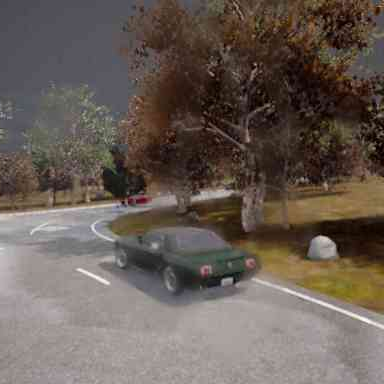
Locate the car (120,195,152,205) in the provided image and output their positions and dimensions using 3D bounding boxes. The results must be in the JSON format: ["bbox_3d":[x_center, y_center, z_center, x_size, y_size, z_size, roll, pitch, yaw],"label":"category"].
[{"bbox_3d":[-7.479,1.042,44.757,1.895,1.301,4.718,0,3,31],"label":"car"}]

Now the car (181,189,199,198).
[{"bbox_3d":[-0.721,0.075,54.989,1.837,1.490,4.892,0,7,37],"label":"car"}]

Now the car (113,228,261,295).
[{"bbox_3d":[-0.475,1.605,8.879,1.895,1.301,4.718,0,0,-33],"label":"car"}]

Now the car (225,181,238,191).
[{"bbox_3d":[8.792,-1.446,66.899,2.150,2.045,5.566,0,6,41],"label":"car"}]
